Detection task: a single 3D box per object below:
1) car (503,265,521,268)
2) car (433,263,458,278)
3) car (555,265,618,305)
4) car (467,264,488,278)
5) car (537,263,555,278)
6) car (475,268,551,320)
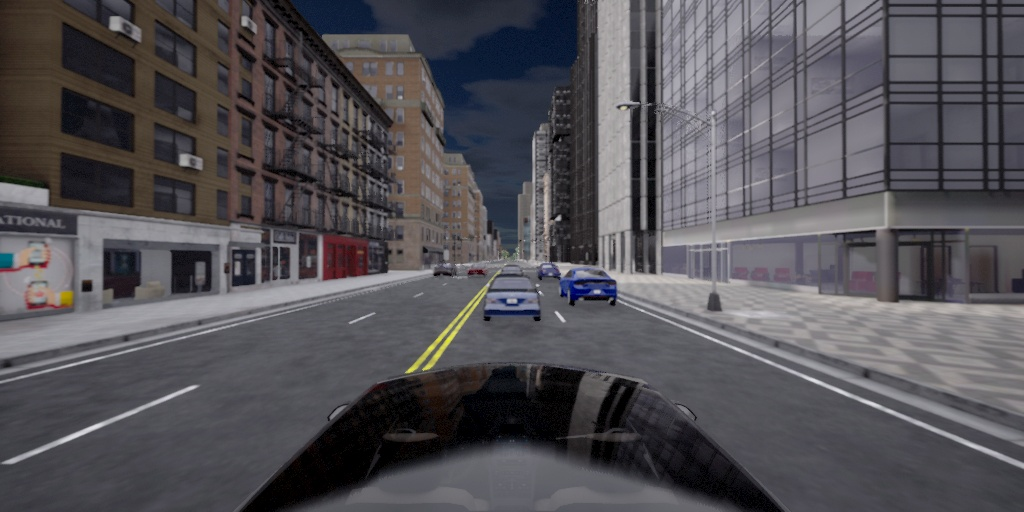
[{"bbox_3d":[-0.009,1.383,27.702,2.033,1.411,5.357,0,0,1],"label":"car"},{"bbox_3d":[-6.675,1.416,36.653,2.033,1.411,5.357,0,0,0],"label":"car"},{"bbox_3d":[3.289,1.274,16.247,1.882,1.535,5.008,0,-1,0],"label":"car"},{"bbox_3d":[-3.421,1.467,36.108,1.895,1.301,4.718,0,0,0],"label":"car"},{"bbox_3d":[3.263,1.378,32.519,1.812,1.442,4.674,0,0,0],"label":"car"},{"bbox_3d":[0.020,1.332,12.699,2.033,1.411,5.357,0,0,0],"label":"car"}]
